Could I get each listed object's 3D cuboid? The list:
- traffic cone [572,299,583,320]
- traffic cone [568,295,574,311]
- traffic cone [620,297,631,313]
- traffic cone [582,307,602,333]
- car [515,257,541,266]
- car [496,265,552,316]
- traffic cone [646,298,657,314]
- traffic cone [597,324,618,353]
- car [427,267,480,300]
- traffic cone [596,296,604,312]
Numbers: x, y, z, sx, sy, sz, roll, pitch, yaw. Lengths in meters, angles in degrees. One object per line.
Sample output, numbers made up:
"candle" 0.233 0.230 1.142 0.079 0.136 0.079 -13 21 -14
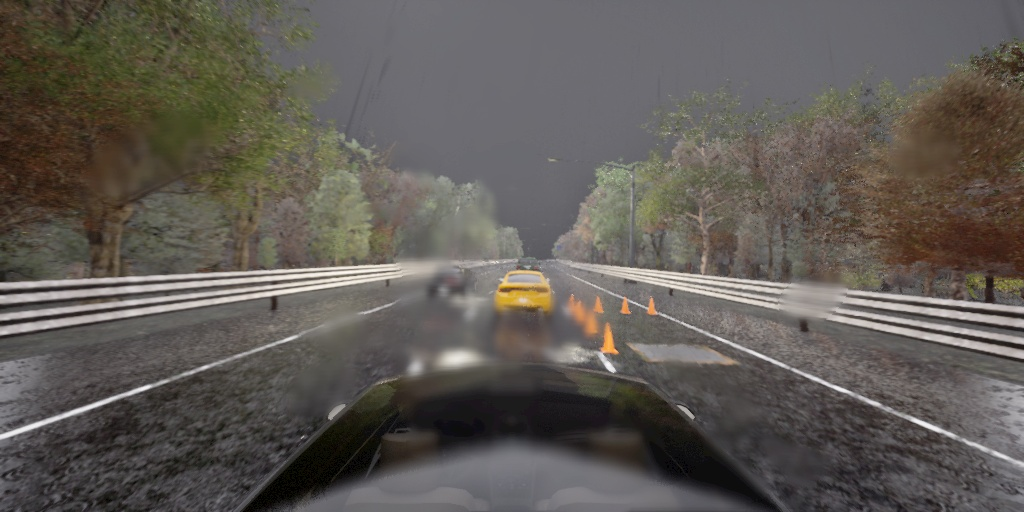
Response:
"traffic cone" 2.280 1.813 11.898 0.340 0.580 0.340 0 0 2
"traffic cone" 2.358 1.825 13.896 0.340 0.580 0.340 0 0 2
"traffic cone" 4.355 1.873 13.818 0.340 0.580 0.340 0 0 2
"traffic cone" 2.202 1.801 9.899 0.340 0.580 0.340 0 0 2
"car" 1.452 1.163 33.366 2.150 2.045 5.566 1 0 3
"car" 0.491 1.303 13.892 1.882 1.535 5.008 1 0 2
"traffic cone" 5.355 1.896 13.779 0.340 0.580 0.340 0 0 2
"traffic cone" 2.124 1.789 7.901 0.340 0.580 0.340 0 0 2
"car" -2.830 1.271 17.920 1.837 1.490 4.892 1 0 3
"traffic cone" 3.357 1.849 13.857 0.340 0.580 0.340 0 0 2
